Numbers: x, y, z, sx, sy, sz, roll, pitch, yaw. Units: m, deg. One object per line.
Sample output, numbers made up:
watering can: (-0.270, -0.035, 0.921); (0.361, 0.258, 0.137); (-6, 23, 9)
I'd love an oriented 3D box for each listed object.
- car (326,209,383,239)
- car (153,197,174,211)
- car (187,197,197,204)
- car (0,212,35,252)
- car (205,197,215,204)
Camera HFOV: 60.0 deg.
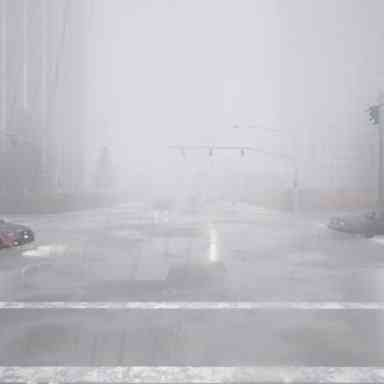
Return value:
car: (9.666, 1.547, 16.672); (5.357, 1.411, 2.033); (0, 0, -1)
car: (-3.587, 1.564, 40.774); (1.994, 1.385, 4.181); (0, 0, 0)
car: (0.019, 1.564, 64.973); (1.994, 1.385, 4.181); (0, 0, 0)
car: (-8.443, 1.564, 12.925); (4.181, 1.385, 1.994); (0, 0, -1)
car: (3.519, 1.601, 65.002); (1.895, 1.301, 4.718); (0, 0, 0)
